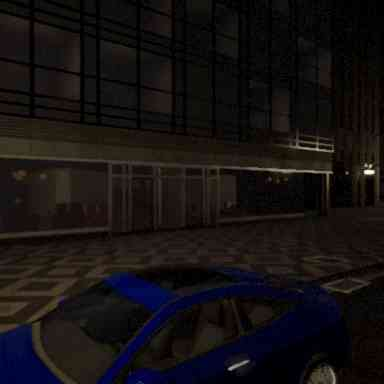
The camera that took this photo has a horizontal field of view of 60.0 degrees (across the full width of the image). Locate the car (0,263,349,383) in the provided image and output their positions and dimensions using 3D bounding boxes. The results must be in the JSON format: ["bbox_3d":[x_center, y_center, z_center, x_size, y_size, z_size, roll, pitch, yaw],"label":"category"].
[{"bbox_3d":[-0.356,1.516,3.124,4.674,1.442,1.812,-1,0,-35],"label":"car"}]
